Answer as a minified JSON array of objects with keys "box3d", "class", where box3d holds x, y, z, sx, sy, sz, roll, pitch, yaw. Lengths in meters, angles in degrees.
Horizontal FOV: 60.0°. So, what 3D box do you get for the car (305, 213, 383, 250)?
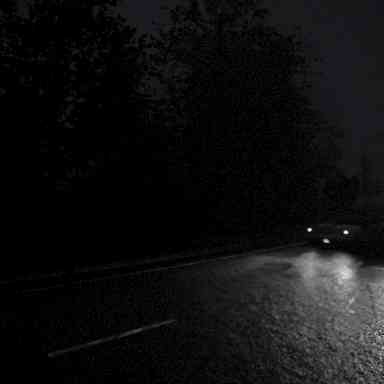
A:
[{"box3d":[6.834,1.605,14.454,4.718,1.301,1.895,0,-1,-43],"class":"car"}]
